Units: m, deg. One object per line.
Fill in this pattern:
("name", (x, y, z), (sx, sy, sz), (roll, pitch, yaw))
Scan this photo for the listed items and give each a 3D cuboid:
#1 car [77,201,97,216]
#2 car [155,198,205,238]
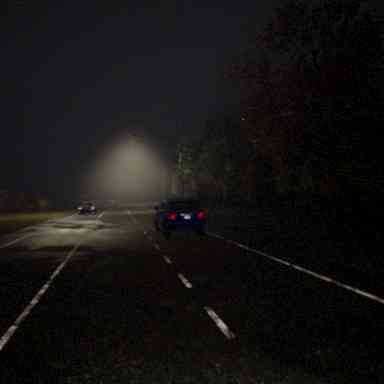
("car", (-13.308, 2.022, 42.442), (2.097, 1.767, 4.553), (-1, 0, -12))
("car", (-0.833, 1.405, 19.289), (2.150, 2.045, 5.566), (-1, 0, -13))
